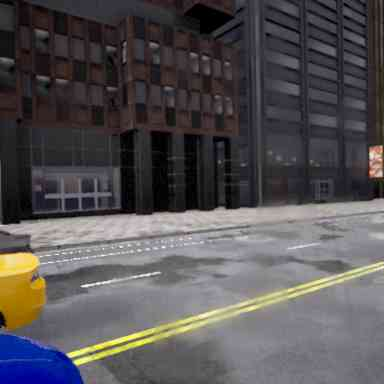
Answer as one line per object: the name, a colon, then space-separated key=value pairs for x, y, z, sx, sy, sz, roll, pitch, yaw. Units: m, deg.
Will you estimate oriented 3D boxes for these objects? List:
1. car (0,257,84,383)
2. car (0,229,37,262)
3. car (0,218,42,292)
car: x=-2.973 y=1.512 z=1.322 sx=5.008 sy=1.535 sz=1.882 roll=-1 pitch=1 yaw=-35
car: x=-4.650 y=1.503 z=4.364 sx=5.008 sy=1.535 sz=1.882 roll=-1 pitch=1 yaw=-35
car: x=-6.127 y=1.520 z=7.301 sx=4.892 sy=1.490 sz=1.837 roll=-1 pitch=1 yaw=-35
